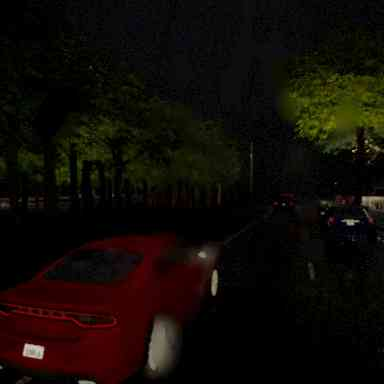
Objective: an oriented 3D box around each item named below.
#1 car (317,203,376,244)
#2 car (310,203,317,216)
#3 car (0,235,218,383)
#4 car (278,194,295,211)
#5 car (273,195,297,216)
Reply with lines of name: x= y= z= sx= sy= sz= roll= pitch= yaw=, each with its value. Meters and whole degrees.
car: x=7.618 y=1.427 z=16.630 sx=2.097 sy=1.767 sz=4.553 roll=0 pitch=0 yaw=18
car: x=13.257 y=1.760 z=34.451 sx=1.895 sy=1.301 sz=4.718 roll=0 pitch=0 yaw=18
car: x=-0.878 y=1.490 z=5.772 sx=1.882 sy=1.535 sz=5.008 roll=0 pitch=0 yaw=18
car: x=13.070 y=1.392 z=45.771 sx=2.150 sy=2.045 sz=5.566 roll=0 pitch=0 yaw=18
car: x=9.925 y=1.372 z=35.562 sx=2.150 sy=2.045 sz=5.566 roll=0 pitch=0 yaw=18
